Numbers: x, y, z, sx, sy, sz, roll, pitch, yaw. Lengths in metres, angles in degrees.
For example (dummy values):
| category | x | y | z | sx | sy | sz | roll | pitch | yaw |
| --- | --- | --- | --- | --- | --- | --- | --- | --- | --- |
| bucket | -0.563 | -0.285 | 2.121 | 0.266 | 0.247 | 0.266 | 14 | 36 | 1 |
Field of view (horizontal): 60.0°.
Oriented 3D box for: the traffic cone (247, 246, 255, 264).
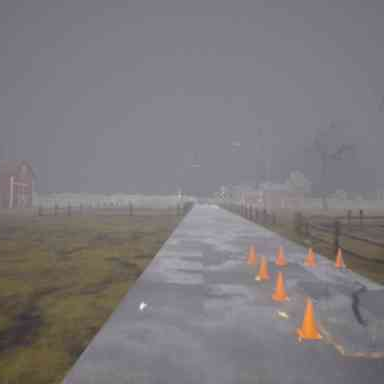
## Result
| category | x | y | z | sx | sy | sz | roll | pitch | yaw |
| --- | --- | --- | --- | --- | --- | --- | --- | --- | --- |
| traffic cone | 2.093 | 2.157 | 11.539 | 0.340 | 0.580 | 0.340 | 2 | -1 | 1 |

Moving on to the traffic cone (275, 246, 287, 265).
| category | x | y | z | sx | sy | sz | roll | pitch | yaw |
| --- | --- | --- | --- | --- | --- | --- | --- | --- | --- |
| traffic cone | 3.092 | 2.184 | 11.515 | 0.340 | 0.580 | 0.340 | 2 | -1 | 1 |

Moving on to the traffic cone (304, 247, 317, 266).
| category | x | y | z | sx | sy | sz | roll | pitch | yaw |
| --- | --- | --- | --- | --- | --- | --- | --- | --- | --- |
| traffic cone | 4.091 | 2.211 | 11.491 | 0.340 | 0.580 | 0.340 | 2 | -1 | 1 |

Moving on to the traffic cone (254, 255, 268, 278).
| category | x | y | z | sx | sy | sz | roll | pitch | yaw |
| --- | --- | --- | --- | --- | --- | --- | --- | --- | --- |
| traffic cone | 2.046 | 2.129 | 9.540 | 0.340 | 0.580 | 0.340 | 2 | -1 | 1 |

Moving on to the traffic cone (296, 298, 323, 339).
| category | x | y | z | sx | sy | sz | roll | pitch | yaw |
| --- | --- | --- | --- | --- | --- | --- | --- | --- | --- |
| traffic cone | 1.952 | 2.074 | 5.541 | 0.340 | 0.580 | 0.340 | 2 | -1 | 1 |

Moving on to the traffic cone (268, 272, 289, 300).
| category | x | y | z | sx | sy | sz | roll | pitch | yaw |
| --- | --- | --- | --- | --- | --- | --- | --- | --- | --- |
| traffic cone | 1.999 | 2.102 | 7.540 | 0.340 | 0.580 | 0.340 | 2 | -1 | 1 |

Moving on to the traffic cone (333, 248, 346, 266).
| category | x | y | z | sx | sy | sz | roll | pitch | yaw |
| --- | --- | --- | --- | --- | --- | --- | --- | --- | --- |
| traffic cone | 5.088 | 2.236 | 11.468 | 0.340 | 0.580 | 0.340 | 1 | -1 | 1 |
